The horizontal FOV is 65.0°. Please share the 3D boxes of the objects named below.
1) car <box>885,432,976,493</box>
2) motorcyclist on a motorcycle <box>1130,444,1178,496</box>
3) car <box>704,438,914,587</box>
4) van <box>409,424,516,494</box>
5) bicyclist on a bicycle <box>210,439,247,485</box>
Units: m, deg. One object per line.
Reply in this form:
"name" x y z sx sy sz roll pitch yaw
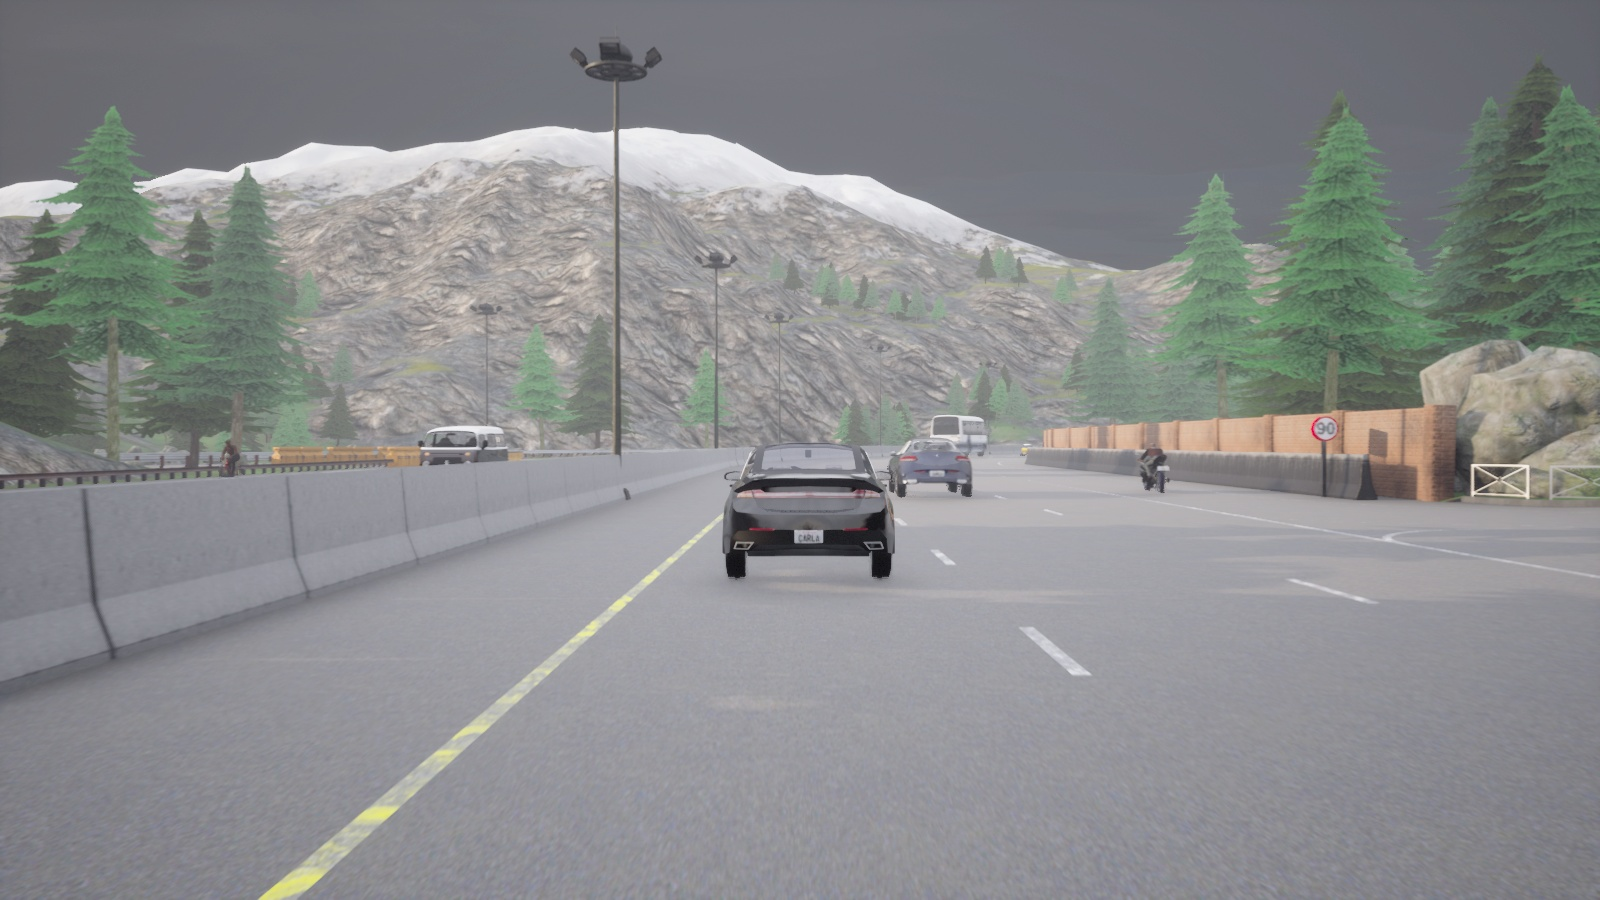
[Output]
"car" 3.724 0.321 36.659 2.152 1.651 5.027 0 0 0
"motorcyclist on a motorcycle" 10.699 0.575 38.060 0.866 1.530 2.191 0 0 1
"car" 0.102 0.617 15.209 2.128 1.511 4.902 0 0 0
"van" -10.265 0.244 38.574 2.069 2.038 4.480 0 0 0
"bicyclist on a bicycle" -20.726 0.426 45.548 0.582 1.620 1.656 0 1 0
